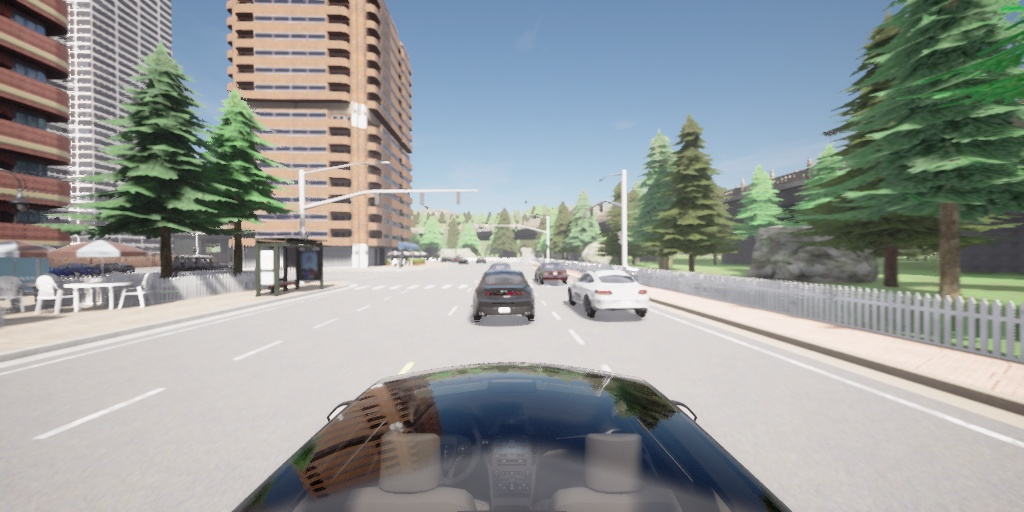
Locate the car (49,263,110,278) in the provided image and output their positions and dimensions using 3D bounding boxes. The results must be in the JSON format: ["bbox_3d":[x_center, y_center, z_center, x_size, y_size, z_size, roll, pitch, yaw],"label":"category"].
[{"bbox_3d":[-46.453,1.491,37.943,5.008,1.535,1.882,0,0,-2],"label":"car"}]

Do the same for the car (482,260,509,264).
[{"bbox_3d":[-0.792,1.188,25.122,2.033,1.411,5.357,-1,0,-2],"label":"car"}]

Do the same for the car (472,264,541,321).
[{"bbox_3d":[-0.281,1.205,12.178,1.837,1.490,4.892,0,0,-2],"label":"car"}]

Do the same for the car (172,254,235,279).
[{"bbox_3d":[-29.982,1.109,35.028,5.566,2.045,2.150,0,0,-2],"label":"car"}]

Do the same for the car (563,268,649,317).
[{"bbox_3d":[3.207,1.195,12.567,1.812,1.442,4.674,0,0,-2],"label":"car"}]

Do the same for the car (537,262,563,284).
[{"bbox_3d":[2.701,1.156,25.399,2.033,1.411,5.357,0,0,-2],"label":"car"}]

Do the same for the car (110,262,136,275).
[{"bbox_3d":[-46.590,1.501,41.440,4.892,1.490,1.837,0,0,-2],"label":"car"}]
